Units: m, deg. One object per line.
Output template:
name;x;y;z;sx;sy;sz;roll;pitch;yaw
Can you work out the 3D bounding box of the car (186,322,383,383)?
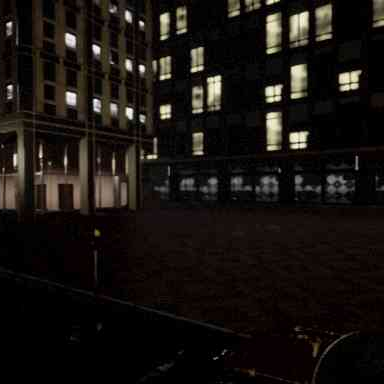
car;1.720;1.401;1.712;4.097;1.590;1.967;0;1;34
